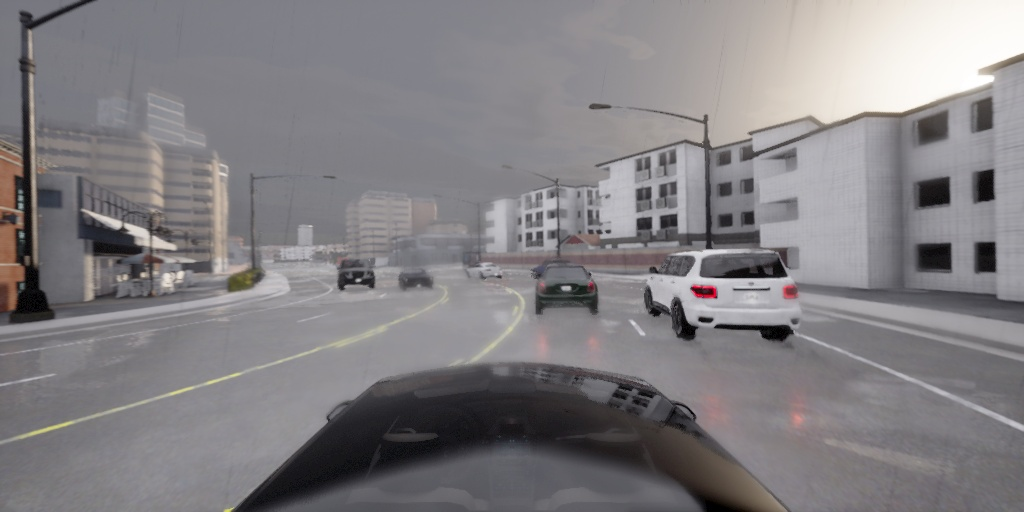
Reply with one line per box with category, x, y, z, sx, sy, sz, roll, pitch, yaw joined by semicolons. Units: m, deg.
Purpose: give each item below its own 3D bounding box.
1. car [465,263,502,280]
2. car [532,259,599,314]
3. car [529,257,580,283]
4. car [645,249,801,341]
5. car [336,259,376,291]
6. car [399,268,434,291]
car;-2.486;1.326;31.973;1.812;1.442;4.674;-1;0;-30
car;1.956;1.058;13.690;2.097;1.767;4.553;-1;0;5
car;3.192;1.030;28.017;2.097;1.767;4.553;-1;0;-19
car;5.105;0.860;9.582;2.150;2.045;5.566;-1;0;10
car;-10.866;1.202;24.906;2.150;2.045;5.566;-1;0;-27
car;-6.263;1.483;23.333;1.895;1.301;4.718;-1;0;-20
